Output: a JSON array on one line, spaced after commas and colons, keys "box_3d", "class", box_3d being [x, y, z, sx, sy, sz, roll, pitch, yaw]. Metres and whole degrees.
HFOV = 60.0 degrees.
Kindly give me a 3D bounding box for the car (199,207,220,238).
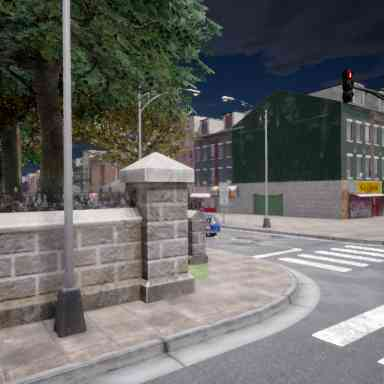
[{"box_3d": [-0.813, 1.456, 18.562, 2.150, 2.045, 5.566, -1, -1, -35], "class": "car"}]
